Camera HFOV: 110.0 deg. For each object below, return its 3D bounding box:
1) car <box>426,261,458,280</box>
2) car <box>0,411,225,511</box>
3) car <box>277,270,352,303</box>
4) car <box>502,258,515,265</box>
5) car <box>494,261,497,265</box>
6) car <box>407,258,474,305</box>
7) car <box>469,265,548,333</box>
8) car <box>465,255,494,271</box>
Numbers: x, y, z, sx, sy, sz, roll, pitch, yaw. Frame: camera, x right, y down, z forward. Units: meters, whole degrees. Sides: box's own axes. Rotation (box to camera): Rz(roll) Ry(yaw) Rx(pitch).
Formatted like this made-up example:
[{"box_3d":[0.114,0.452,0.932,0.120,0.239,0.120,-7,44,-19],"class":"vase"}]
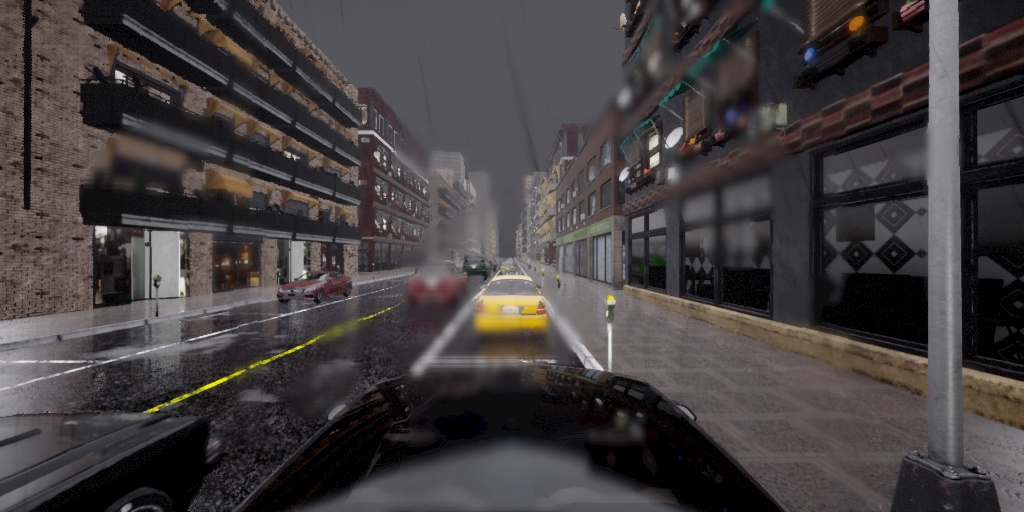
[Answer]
[{"box_3d":[-6.240,1.228,32.542,1.882,1.535,5.008,0,0,0],"class":"car"},{"box_3d":[-3.054,1.351,0.468,1.895,1.301,4.718,0,0,0],"class":"car"},{"box_3d":[-8.837,1.333,16.462,1.802,1.307,4.207,0,0,0],"class":"car"},{"box_3d":[-0.456,1.275,39.173,1.751,1.417,4.829,0,0,0],"class":"car"},{"box_3d":[-3.053,1.100,47.516,2.097,1.767,4.553,0,0,0],"class":"car"},{"box_3d":[-3.146,1.102,16.234,2.097,1.767,4.553,0,0,0],"class":"car"},{"box_3d":[0.005,1.207,10.689,1.801,1.575,5.366,0,0,0],"class":"car"},{"box_3d":[-3.052,0.972,31.418,2.150,2.045,5.566,0,0,0],"class":"car"}]
